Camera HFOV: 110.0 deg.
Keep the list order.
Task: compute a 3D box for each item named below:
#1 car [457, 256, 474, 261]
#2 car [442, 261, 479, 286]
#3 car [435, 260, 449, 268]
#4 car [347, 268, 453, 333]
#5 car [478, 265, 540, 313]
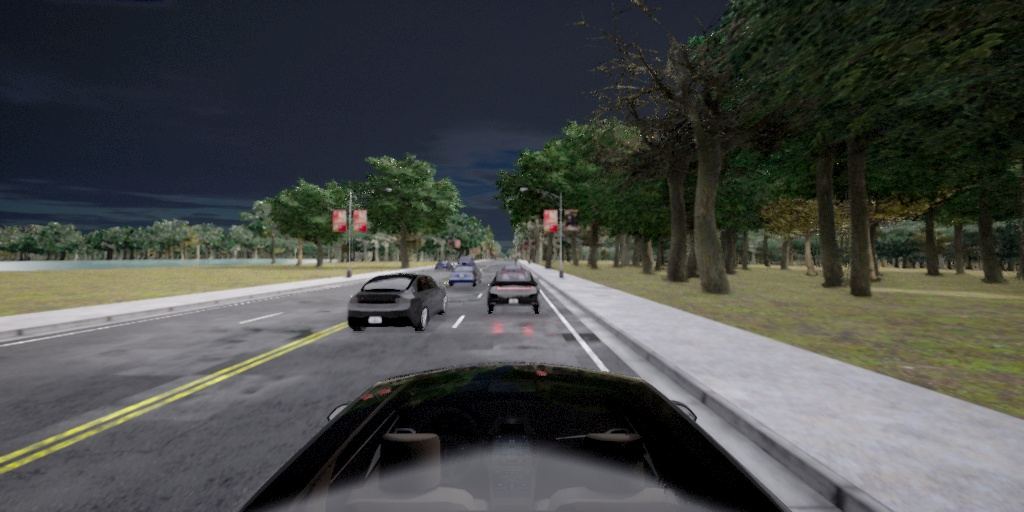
[{"bbox_3d":[-6.582,1.025,51.554,2.150,2.045,5.566,0,0,0],"label":"car"},{"bbox_3d":[-3.210,1.321,25.388,2.033,1.411,5.357,0,0,0],"label":"car"},{"bbox_3d":[-9.831,1.330,51.631,1.812,1.442,4.674,0,0,0],"label":"car"},{"bbox_3d":[-3.203,1.264,10.856,1.837,1.490,4.892,0,0,0],"label":"car"},{"bbox_3d":[0.068,1.254,14.053,2.128,1.511,4.902,0,0,0],"label":"car"}]
